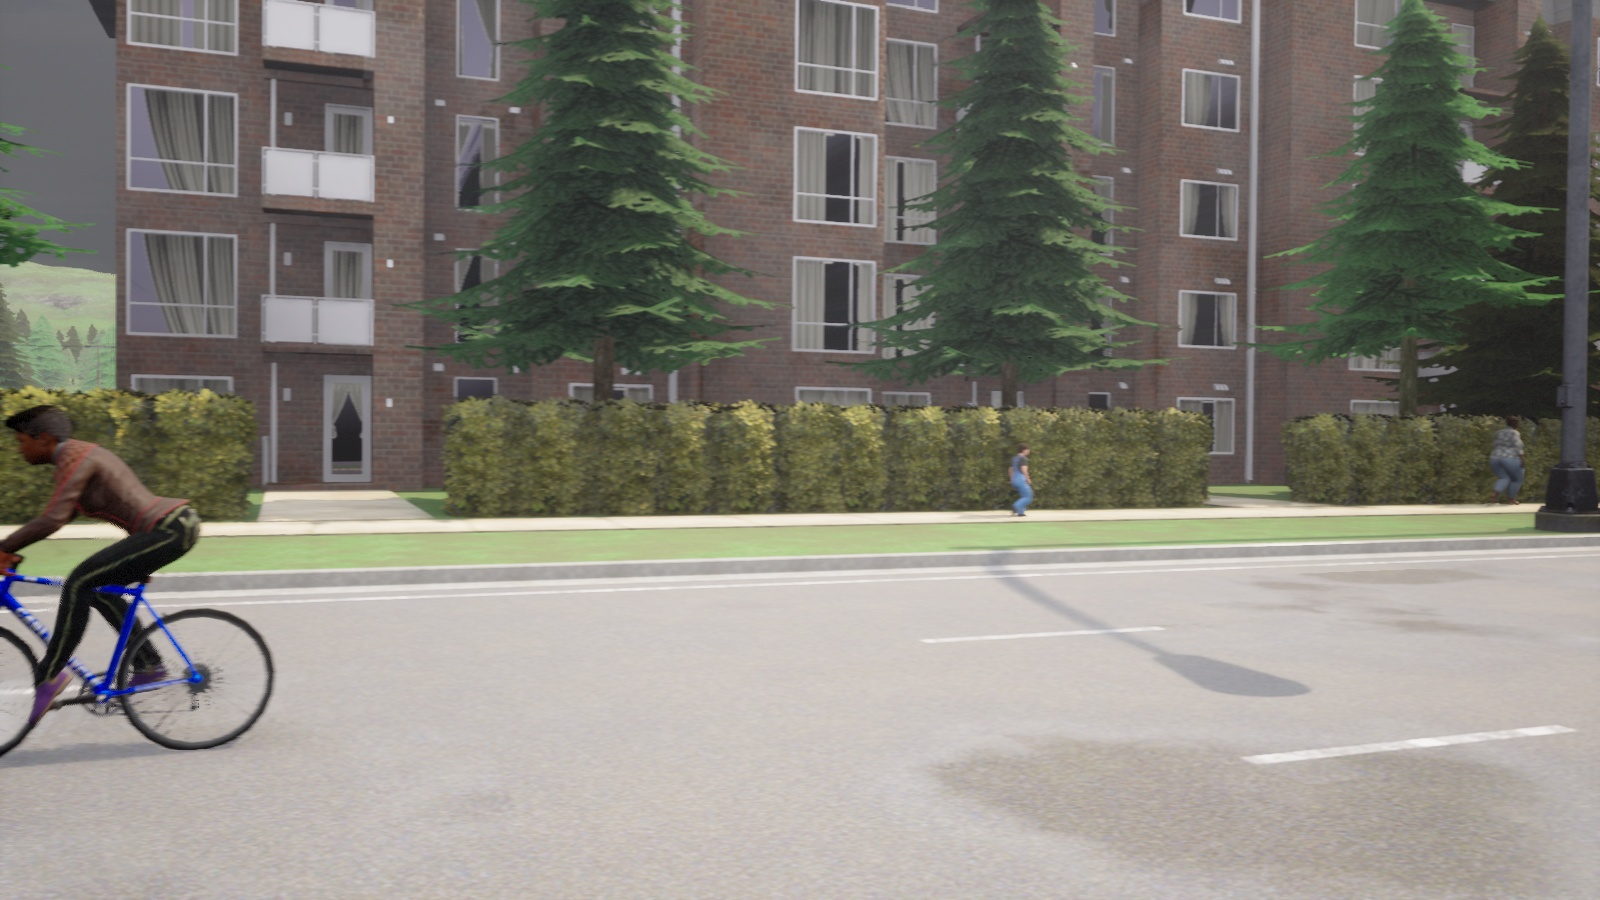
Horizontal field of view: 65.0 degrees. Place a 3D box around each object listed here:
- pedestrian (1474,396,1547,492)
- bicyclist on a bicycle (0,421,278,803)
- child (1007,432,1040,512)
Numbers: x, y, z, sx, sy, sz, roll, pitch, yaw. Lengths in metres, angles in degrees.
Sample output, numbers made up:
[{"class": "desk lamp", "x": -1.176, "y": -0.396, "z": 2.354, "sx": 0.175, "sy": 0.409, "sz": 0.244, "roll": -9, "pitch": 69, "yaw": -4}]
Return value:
[{"class": "pedestrian", "x": 13.942, "y": -0.125, "z": 24.653, "sx": 0.900, "sy": 1.855, "sz": 0.874, "roll": -1, "pitch": 1, "yaw": -21}, {"class": "bicyclist on a bicycle", "x": -3.306, "y": 0.693, "z": 5.727, "sx": 1.656, "sy": 1.620, "sz": 0.582, "roll": -1, "pitch": 1, "yaw": -21}, {"class": "child", "x": 3.579, "y": 0.341, "z": 20.129, "sx": 0.437, "sy": 1.263, "sz": 0.270, "roll": -1, "pitch": 1, "yaw": -21}]
